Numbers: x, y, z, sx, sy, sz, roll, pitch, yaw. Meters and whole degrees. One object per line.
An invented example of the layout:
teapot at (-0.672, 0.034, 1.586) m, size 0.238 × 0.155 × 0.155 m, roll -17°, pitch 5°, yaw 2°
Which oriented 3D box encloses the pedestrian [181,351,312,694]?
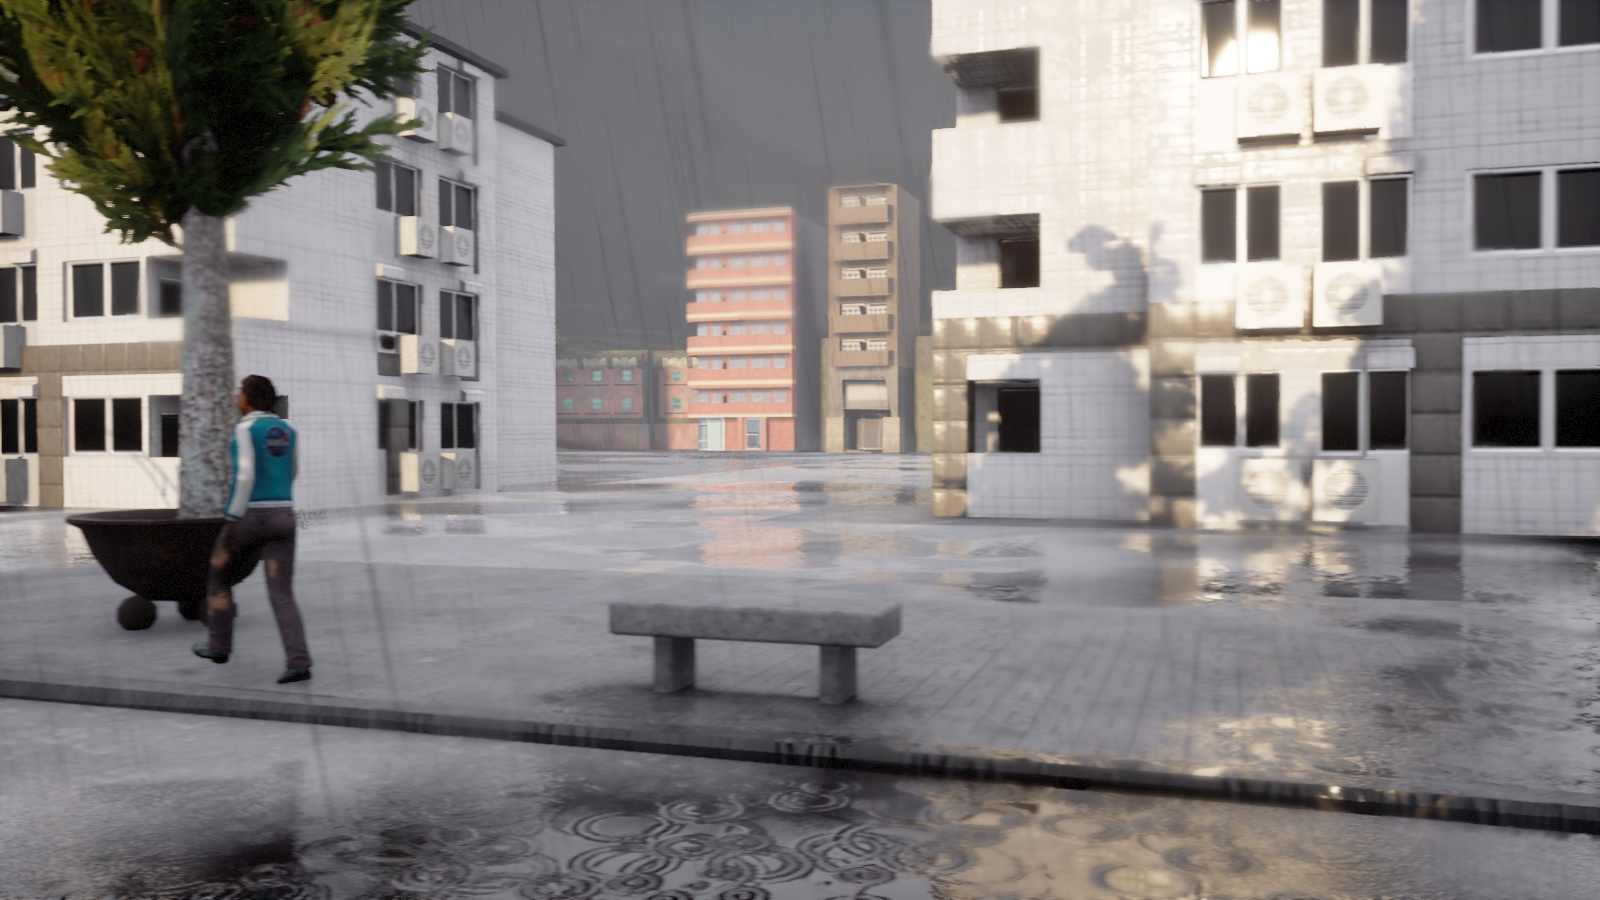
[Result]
pedestrian at (-3.268, 0.405, 7.414) m, size 0.692 × 1.930 × 0.396 m, roll 1°, pitch 1°, yaw 34°
